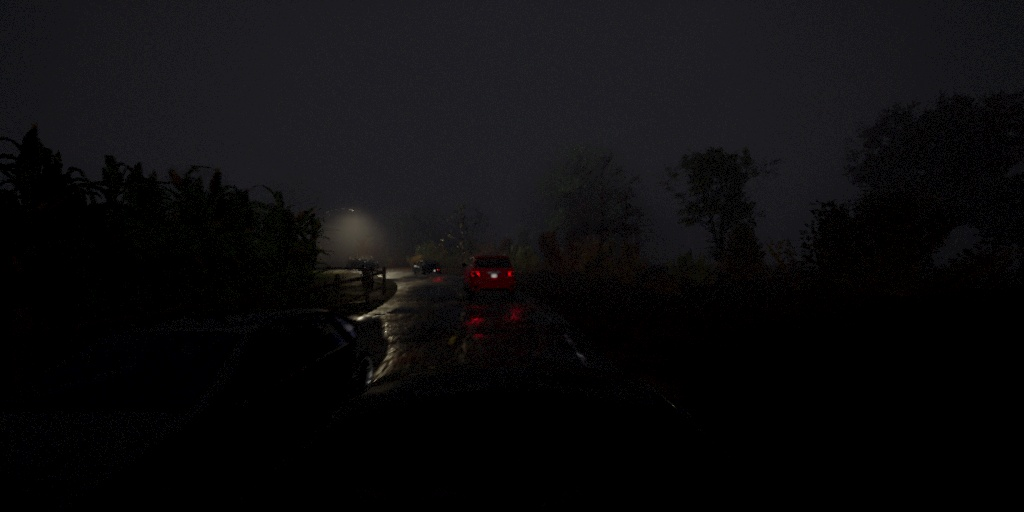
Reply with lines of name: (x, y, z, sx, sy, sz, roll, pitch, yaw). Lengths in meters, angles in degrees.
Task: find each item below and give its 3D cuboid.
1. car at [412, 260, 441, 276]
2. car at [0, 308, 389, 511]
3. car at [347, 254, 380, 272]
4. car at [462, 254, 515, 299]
car: (-8.642, 1.133, 36.150, 1.837, 1.490, 4.892, 0, 0, -32)
car: (-2.890, 1.296, 3.576, 2.033, 1.411, 5.357, 0, 0, -1)
car: (-18.197, 0.816, 43.668, 2.150, 2.045, 5.566, 0, 0, -44)
car: (-1.298, 0.938, 18.244, 2.150, 2.045, 5.566, 0, 0, -11)
